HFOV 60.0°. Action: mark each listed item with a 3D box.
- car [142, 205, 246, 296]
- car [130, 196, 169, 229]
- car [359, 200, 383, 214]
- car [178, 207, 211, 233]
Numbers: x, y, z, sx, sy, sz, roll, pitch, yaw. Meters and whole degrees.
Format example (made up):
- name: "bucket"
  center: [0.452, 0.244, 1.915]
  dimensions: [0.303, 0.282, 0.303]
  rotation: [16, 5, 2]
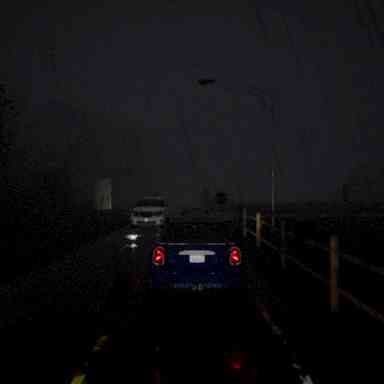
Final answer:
- name: "car"
  center: [0.102, 1.391, 8.901]
  dimensions: [2.097, 1.767, 4.553]
  rotation: [0, 0, 0]
- name: "car"
  center: [-2.741, 1.334, 22.649]
  dimensions: [2.150, 2.045, 5.566]
  rotation: [0, 0, 0]
- name: "car"
  center: [20.342, 1.538, 35.221]
  dimensions: [5.008, 1.535, 1.882]
  rotation: [0, -1, -1]
- name: "car"
  center: [0.270, 1.689, 21.217]
  dimensions: [1.895, 1.301, 4.718]
  rotation: [0, 0, 3]
